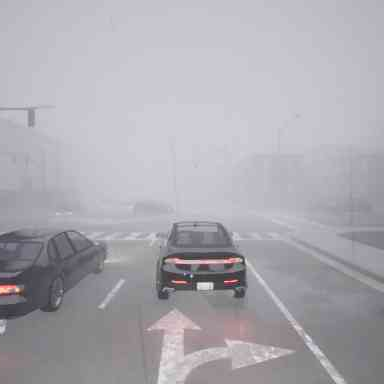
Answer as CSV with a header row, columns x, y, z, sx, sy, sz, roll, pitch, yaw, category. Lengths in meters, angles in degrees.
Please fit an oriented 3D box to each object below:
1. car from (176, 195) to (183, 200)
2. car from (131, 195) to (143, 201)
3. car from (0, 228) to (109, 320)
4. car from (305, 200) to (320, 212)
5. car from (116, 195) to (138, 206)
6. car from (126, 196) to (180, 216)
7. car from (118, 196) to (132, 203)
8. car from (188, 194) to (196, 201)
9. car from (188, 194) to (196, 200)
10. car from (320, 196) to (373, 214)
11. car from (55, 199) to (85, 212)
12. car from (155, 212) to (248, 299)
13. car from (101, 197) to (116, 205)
x,y,z,sx,sy,sz,roll,pitch,yaw,category
-3.533,1.524,92.864,1.812,1.442,4.674,0,0,0,car
-14.030,1.482,85.200,2.033,1.411,5.357,0,0,0,car
-3.434,1.547,7.639,2.033,1.411,5.357,0,0,0,car
15.698,1.491,38.710,4.902,1.511,2.128,0,0,0,car
-10.621,1.478,54.871,1.882,1.535,5.008,0,0,0,car
-3.914,1.491,32.952,4.902,1.511,2.128,0,0,44,car
-14.025,1.524,69.851,1.812,1.442,4.674,0,0,0,car
-0.029,1.500,82.458,1.837,1.490,4.892,0,0,0,car
-0.033,1.355,92.849,2.097,1.767,4.553,0,0,0,car
16.528,1.352,35.209,4.553,1.767,2.097,0,0,0,car
-14.114,1.548,38.813,2.033,1.411,5.357,0,0,0,car
0.112,1.492,8.445,2.128,1.511,4.902,0,0,-3,car
-14.102,1.564,56.778,1.994,1.385,4.181,0,0,0,car
